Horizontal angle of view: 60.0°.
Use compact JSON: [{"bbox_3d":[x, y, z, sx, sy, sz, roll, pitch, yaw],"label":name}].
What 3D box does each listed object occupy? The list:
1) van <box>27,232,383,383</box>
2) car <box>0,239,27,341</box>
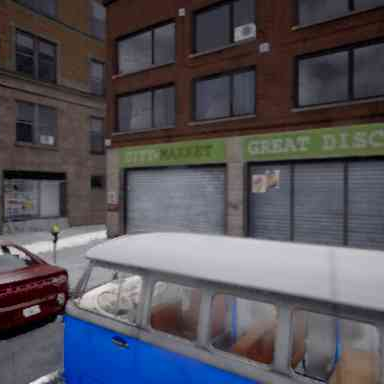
[{"bbox_3d":[0.630,1.315,2.640,3.998,1.788,1.690,0,1,34],"label":"van"},{"bbox_3d":[-4.042,1.490,5.837,4.507,1.381,1.887,0,1,34],"label":"car"}]
